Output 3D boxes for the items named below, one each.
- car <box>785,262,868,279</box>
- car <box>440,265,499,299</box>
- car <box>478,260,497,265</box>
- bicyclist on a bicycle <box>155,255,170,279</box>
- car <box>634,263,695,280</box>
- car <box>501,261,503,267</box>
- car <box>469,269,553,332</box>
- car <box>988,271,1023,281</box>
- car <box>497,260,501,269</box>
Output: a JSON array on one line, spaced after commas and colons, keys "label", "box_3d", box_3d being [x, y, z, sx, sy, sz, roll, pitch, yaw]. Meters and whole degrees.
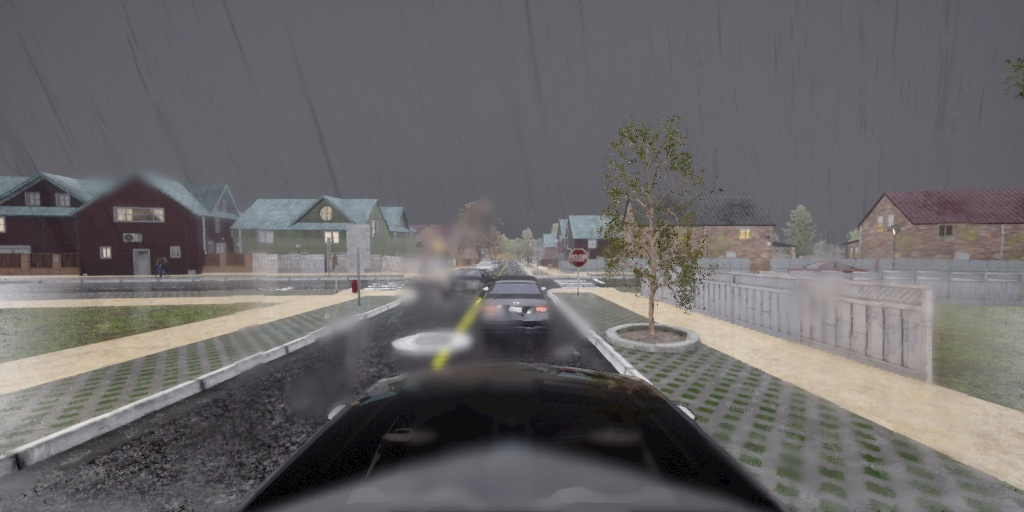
[{"label": "car", "box_3d": [22.945, 1.194, 26.331, 5.008, 1.535, 1.882, 0, 3, 7]}, {"label": "car", "box_3d": [-2.093, 1.316, 17.760, 1.994, 1.385, 4.181, 0, -1, 7]}, {"label": "car", "box_3d": [-2.802, 1.286, 37.714, 1.812, 1.442, 4.674, 0, 0, -2]}, {"label": "bicyclist on a bicycle", "box_3d": [-24.877, 0.759, 25.515, 0.582, 1.620, 1.656, 0, 3, -16]}, {"label": "car", "box_3d": [11.681, 1.201, 27.127, 4.674, 1.442, 1.812, 0, 3, 2]}, {"label": "car", "box_3d": [-2.830, 1.363, 58.178, 2.033, 1.411, 5.357, 0, 0, 0]}, {"label": "car", "box_3d": [0.105, 1.291, 10.796, 2.033, 1.411, 5.357, 0, 0, 0]}, {"label": "car", "box_3d": [35.715, 1.422, 24.195, 4.718, 1.301, 1.895, 1, 3, 13]}, {"label": "car", "box_3d": [-2.835, 1.384, 47.645, 1.895, 1.301, 4.718, 0, 0, 0]}]
